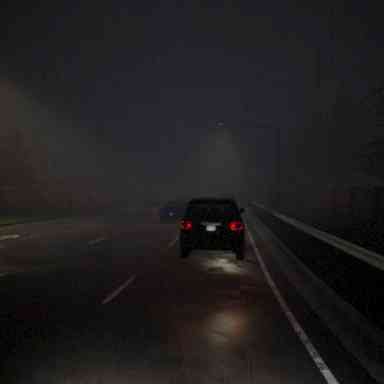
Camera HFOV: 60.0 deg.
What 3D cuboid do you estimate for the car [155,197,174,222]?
[{"bbox_3d":[-1.181,1.437,25.943,1.882,1.535,5.008,0,0,7],"label":"car"}]

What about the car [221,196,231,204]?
[{"bbox_3d":[6.407,1.495,61.776,1.812,1.442,4.674,0,0,7],"label":"car"}]

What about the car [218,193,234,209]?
[{"bbox_3d":[4.887,1.198,47.823,2.150,2.045,5.566,0,0,7],"label":"car"}]

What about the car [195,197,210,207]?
[{"bbox_3d":[1.623,1.514,50.058,1.994,1.385,4.181,0,0,7],"label":"car"}]

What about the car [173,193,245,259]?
[{"bbox_3d":[0.859,1.212,12.863,2.150,2.045,5.566,0,0,6],"label":"car"}]

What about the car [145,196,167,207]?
[{"bbox_3d":[-5.501,1.500,49.415,1.895,1.301,4.718,0,0,7],"label":"car"}]

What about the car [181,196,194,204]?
[{"bbox_3d":[-0.731,1.446,60.998,1.812,1.442,4.674,0,0,7],"label":"car"}]
